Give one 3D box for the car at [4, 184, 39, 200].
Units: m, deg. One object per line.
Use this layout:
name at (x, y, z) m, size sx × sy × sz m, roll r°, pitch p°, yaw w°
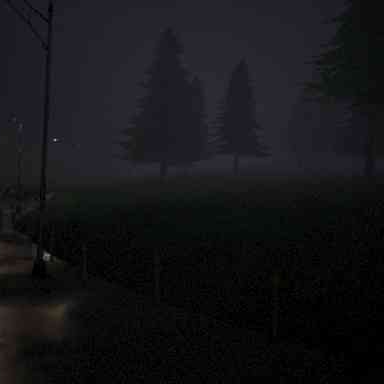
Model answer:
car at (-18.803, -0.095, 36.923) m, size 2.097 × 1.767 × 4.553 m, roll 3°, pitch 2°, yaw -3°
